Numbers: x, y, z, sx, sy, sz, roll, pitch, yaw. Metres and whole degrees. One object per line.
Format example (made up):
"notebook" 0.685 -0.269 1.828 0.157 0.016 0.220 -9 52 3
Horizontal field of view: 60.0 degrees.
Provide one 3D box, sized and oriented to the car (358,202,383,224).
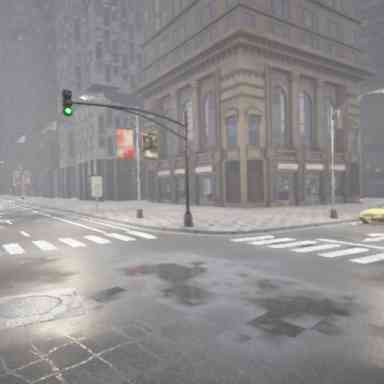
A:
"car" 12.048 1.167 20.379 4.829 1.417 1.752 -1 0 -34
